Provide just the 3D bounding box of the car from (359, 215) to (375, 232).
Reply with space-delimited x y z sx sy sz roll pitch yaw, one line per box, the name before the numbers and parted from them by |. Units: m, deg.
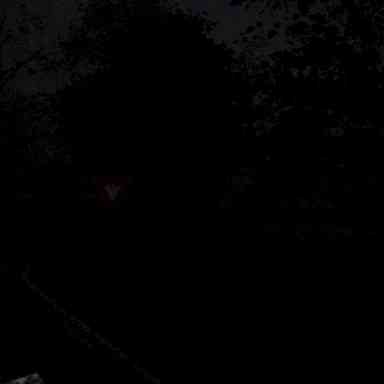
car | 13.174 1.865 20.946 5.008 1.535 1.882 2 -1 -6
